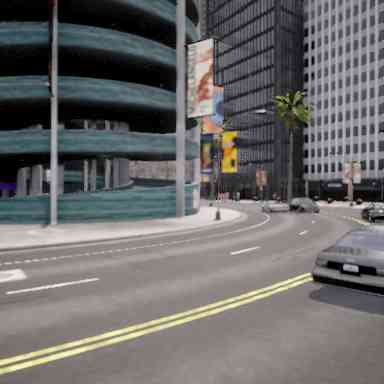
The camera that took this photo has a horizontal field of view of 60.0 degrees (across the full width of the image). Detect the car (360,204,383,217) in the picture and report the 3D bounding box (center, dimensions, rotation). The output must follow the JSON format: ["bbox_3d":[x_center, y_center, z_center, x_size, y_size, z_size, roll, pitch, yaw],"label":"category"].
[{"bbox_3d":[14.979,1.634,26.724,1.994,1.385,4.181,0,0,15],"label":"car"}]

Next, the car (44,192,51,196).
[{"bbox_3d":[-24.595,1.064,58.481,2.435,2.045,5.566,0,0,-36],"label":"car"}]

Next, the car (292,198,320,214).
[{"bbox_3d":[12.555,1.432,37.176,2.097,1.767,4.553,0,0,-2],"label":"car"}]

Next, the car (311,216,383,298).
[{"bbox_3d":[4.932,1.570,8.429,2.033,1.411,5.357,0,0,45],"label":"car"}]

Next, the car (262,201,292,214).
[{"bbox_3d":[9.204,1.674,37.025,1.895,1.301,4.718,0,0,-1],"label":"car"}]
